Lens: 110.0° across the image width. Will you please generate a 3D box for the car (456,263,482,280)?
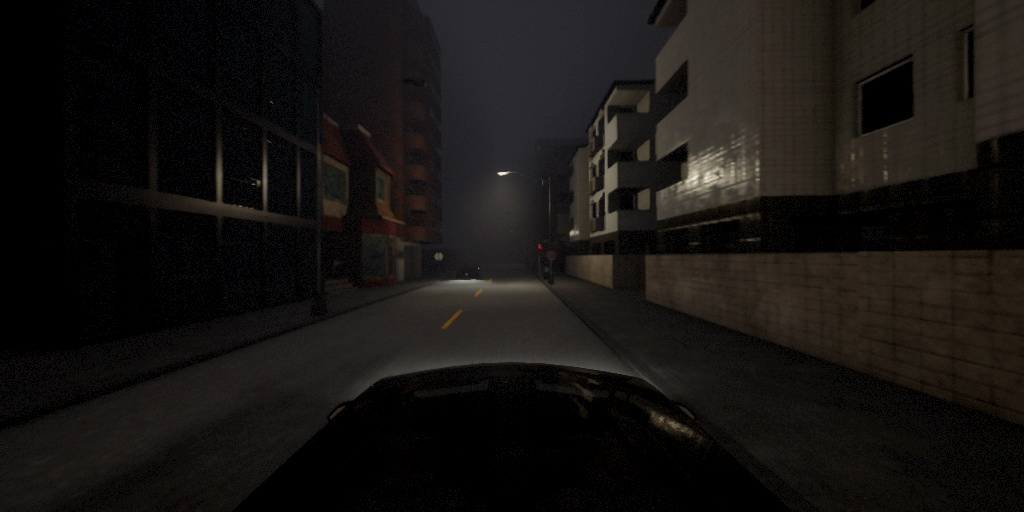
[{"bbox_3d":[-3.819,1.357,32.362,1.994,1.385,4.181,0,0,1],"label":"car"}]
